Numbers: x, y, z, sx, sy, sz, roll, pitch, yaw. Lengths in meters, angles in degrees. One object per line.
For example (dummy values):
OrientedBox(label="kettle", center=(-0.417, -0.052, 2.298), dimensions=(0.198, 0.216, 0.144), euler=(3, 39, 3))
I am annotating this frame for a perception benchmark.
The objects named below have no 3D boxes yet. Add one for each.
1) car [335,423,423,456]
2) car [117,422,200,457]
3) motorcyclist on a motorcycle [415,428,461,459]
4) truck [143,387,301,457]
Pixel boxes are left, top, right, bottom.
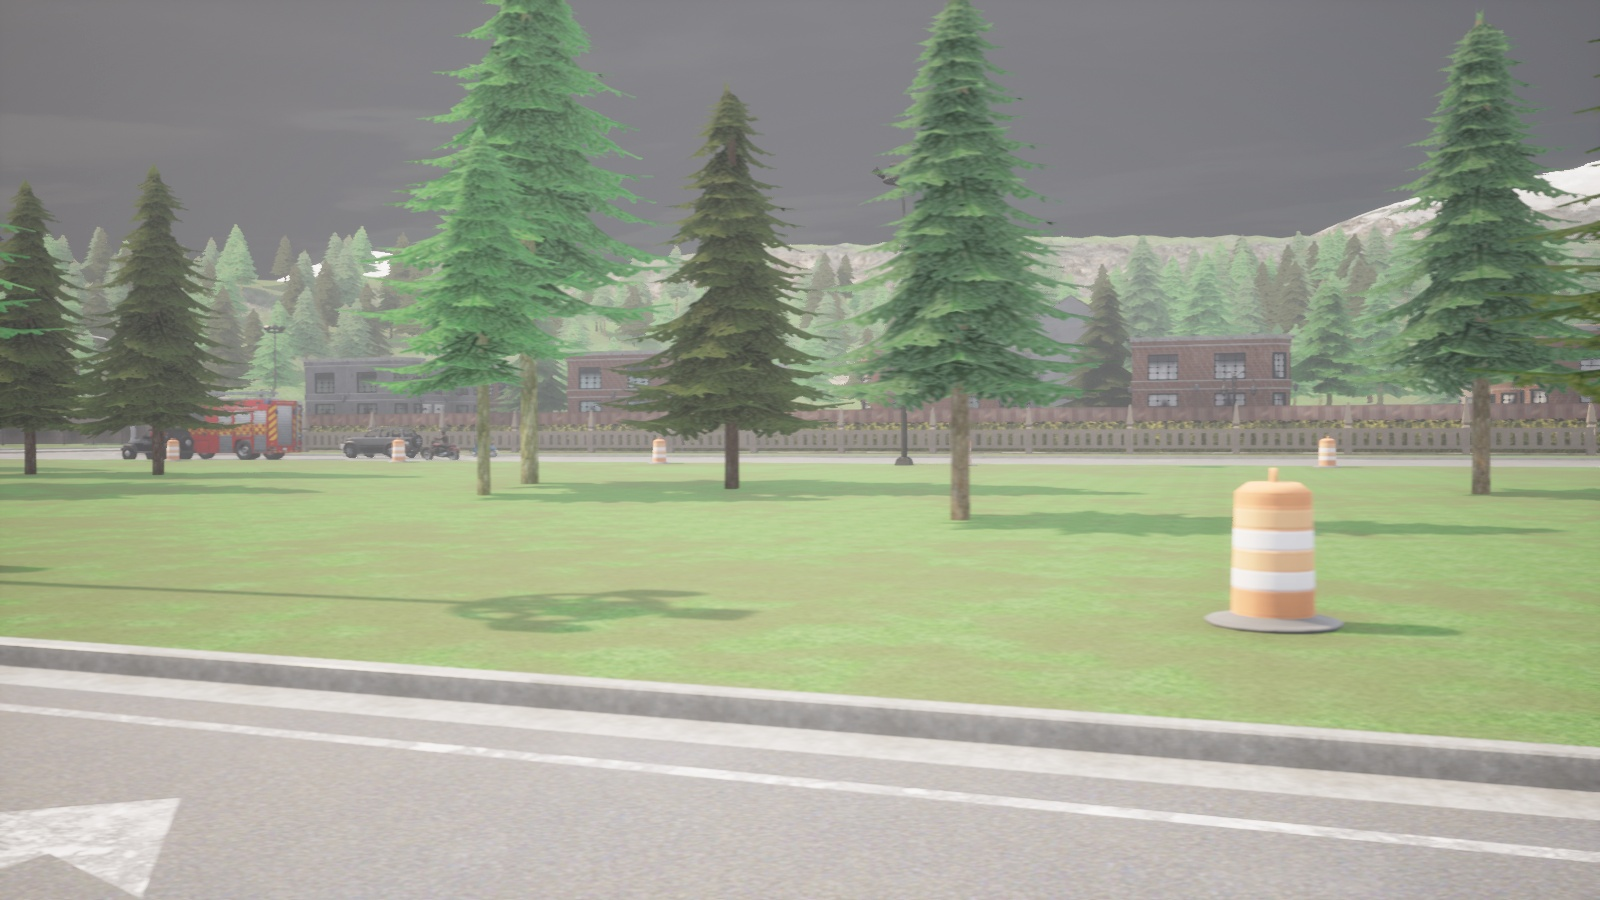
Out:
OrientedBox(label="car", center=(-24.297, -0.609, 72.498), dimensions=(4.605, 1.855, 1.932), euler=(1, 1, 18))
OrientedBox(label="car", center=(-35.094, -0.610, 68.718), dimensions=(3.866, 1.878, 1.905), euler=(1, 1, 19))
OrientedBox(label="motorcyclist on a motorcycle", center=(-19.371, -0.372, 67.169), dimensions=(2.350, 1.649, 0.766), euler=(0, 1, 18))
OrientedBox(label="truck", center=(-32.994, -1.610, 71.694), dimensions=(8.468, 3.827, 2.891), euler=(1, 1, 18))
